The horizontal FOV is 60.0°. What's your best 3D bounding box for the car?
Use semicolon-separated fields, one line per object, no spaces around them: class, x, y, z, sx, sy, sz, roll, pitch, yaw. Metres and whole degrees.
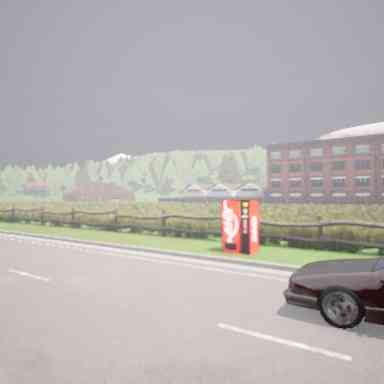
car;4.288;1.544;5.224;5.357;1.411;2.033;-1;0;35

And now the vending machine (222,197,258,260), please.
vending machine;1.738;1.249;11.960;0.880;2.100;1.100;-1;0;36
